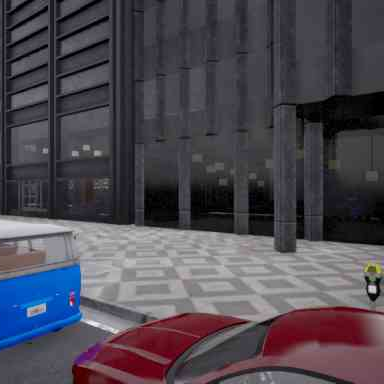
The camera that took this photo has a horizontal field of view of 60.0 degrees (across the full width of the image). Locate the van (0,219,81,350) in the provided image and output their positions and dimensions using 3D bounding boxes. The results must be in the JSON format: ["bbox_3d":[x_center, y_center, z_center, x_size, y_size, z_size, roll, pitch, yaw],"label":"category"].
[{"bbox_3d":[-3.580,1.341,5.521,3.998,1.788,1.690,0,0,36],"label":"van"}]

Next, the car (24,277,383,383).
[{"bbox_3d":[0.985,1.545,2.262,4.507,1.381,1.887,0,0,36],"label":"car"}]
